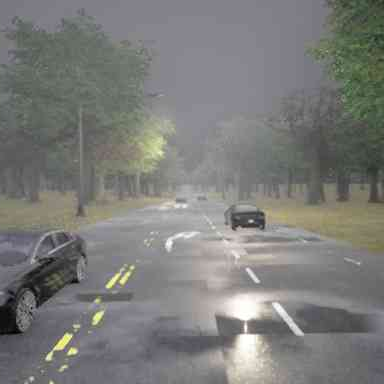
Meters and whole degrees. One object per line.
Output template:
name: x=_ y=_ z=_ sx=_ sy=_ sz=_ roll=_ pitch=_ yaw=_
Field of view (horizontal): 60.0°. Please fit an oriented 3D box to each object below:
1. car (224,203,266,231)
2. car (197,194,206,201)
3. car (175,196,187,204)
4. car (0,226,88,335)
car: x=3.128 y=1.435 z=20.436 sx=1.882 sy=1.535 sz=5.008 roll=-1 pitch=0 yaw=-1
car: x=2.090 y=1.231 z=73.643 sx=1.812 sy=1.442 sz=4.674 roll=-1 pitch=0 yaw=-1
car: x=-1.952 y=1.450 z=60.205 sx=1.895 sy=1.301 sz=4.718 roll=-1 pitch=0 yaw=5
car: x=-3.607 y=1.527 z=6.823 sx=2.128 sy=1.511 sz=4.902 roll=-1 pitch=0 yaw=-1
